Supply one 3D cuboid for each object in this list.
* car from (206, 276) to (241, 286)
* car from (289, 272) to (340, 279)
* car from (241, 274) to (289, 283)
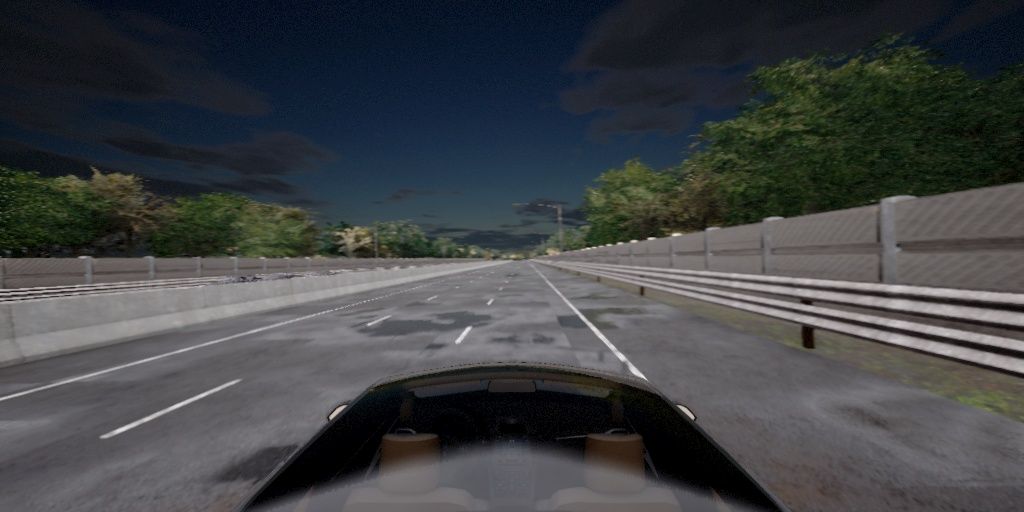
[{"bbox_3d":[-23.347,2.413,30.415,2.128,1.511,4.902,-2,-1,2],"label":"car"},{"bbox_3d":[-16.331,2.140,30.880,2.128,1.511,4.902,-2,0,2],"label":"car"},{"bbox_3d":[-19.846,2.274,30.486,2.128,1.511,4.902,-2,0,2],"label":"car"}]
